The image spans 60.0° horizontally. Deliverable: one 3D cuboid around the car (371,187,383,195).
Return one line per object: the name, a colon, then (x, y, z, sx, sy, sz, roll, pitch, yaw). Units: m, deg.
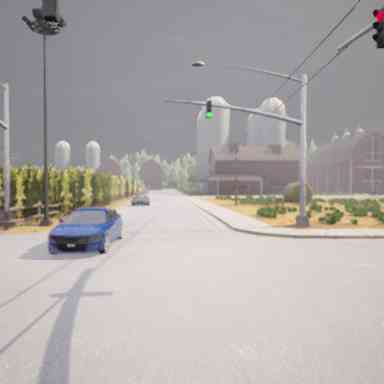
car: (42.223, -0.209, 75.644, 1.905, 1.878, 3.866, 9, 8, 41)

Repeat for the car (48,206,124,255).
car: (-3.863, 1.346, 12.834, 1.882, 1.535, 5.008, 0, 1, -3)

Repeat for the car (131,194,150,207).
car: (-5.752, 0.950, 37.722, 1.994, 1.385, 4.181, 0, 2, -5)
